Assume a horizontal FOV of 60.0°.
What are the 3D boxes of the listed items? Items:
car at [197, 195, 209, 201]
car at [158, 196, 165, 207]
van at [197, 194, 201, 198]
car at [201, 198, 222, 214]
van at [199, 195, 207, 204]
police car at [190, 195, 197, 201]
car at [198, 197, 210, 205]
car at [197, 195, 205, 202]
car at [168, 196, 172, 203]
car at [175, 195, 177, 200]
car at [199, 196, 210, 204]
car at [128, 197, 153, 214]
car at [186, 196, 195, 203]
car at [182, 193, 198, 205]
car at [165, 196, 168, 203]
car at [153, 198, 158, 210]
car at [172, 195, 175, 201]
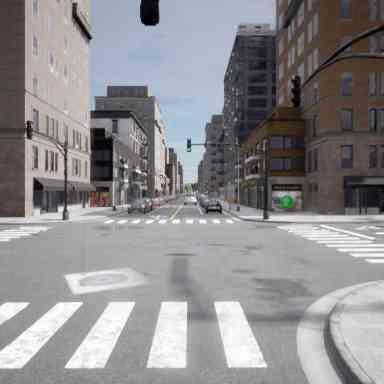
[{"bbox_3d":[2.275,1.643,52.607,1.947,1.339,4.313,0,0,0],"label":"car"},{"bbox_3d":[-5.749,1.659,52.604,1.802,1.307,4.206,0,0,0],"label":"car"},{"bbox_3d":[2.274,1.431,58.117,1.690,1.788,3.998,0,0,0],"label":"van"},{"bbox_3d":[2.281,1.610,36.073,1.947,1.339,4.313,0,0,0],"label":"car"},{"bbox_3d":[2.270,1.461,69.139,1.690,1.788,3.998,0,0,0],"label":"van"},{"bbox_3d":[0.452,1.610,90.151,1.930,1.638,5.238,0,0,0],"label":"police car"},{"bbox_3d":[2.272,1.655,63.628,2.008,1.369,4.403,0,0,0],"label":"car"},{"bbox_3d":[2.265,1.610,85.671,1.967,1.590,4.097,0,0,0],"label":"car"},{"bbox_3d":[-5.755,1.560,69.136,1.967,1.590,4.097,0,0,0],"label":"car"},{"bbox_3d":[-5.762,1.732,91.179,1.887,1.381,4.507,0,0,0],"label":"car"},{"bbox_3d":[2.277,1.647,47.096,1.802,1.307,4.206,0,0,0],"label":"car"},{"bbox_3d":[-5.744,1.485,36.072,1.967,1.590,4.097,0,0,0],"label":"car"},{"bbox_3d":[-0.361,1.673,73.412,2.033,1.411,5.357,0,0,0],"label":"car"},{"bbox_3d":[-0.275,1.317,61.045,2.150,2.045,5.566,0,-1,0],"label":"car"},{"bbox_3d":[-5.751,1.641,58.114,2.008,1.369,4.403,0,0,0],"label":"car"},{"bbox_3d":[-5.746,1.495,41.582,1.967,1.590,4.097,0,0,0],"label":"car"},{"bbox_3d":[-5.758,1.704,80.157,2.008,1.369,4.403,0,0,0],"label":"car"}]
